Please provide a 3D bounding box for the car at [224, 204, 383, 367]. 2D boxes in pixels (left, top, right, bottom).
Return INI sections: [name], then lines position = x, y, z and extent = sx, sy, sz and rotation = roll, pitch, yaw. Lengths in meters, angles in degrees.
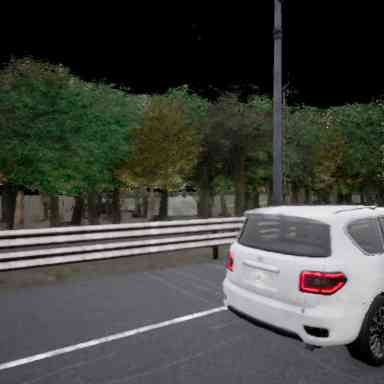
[car]
position = 3.121, 1.236, 6.033
extent = 5.566, 2.045, 2.150
rotation = 0, 0, -35
